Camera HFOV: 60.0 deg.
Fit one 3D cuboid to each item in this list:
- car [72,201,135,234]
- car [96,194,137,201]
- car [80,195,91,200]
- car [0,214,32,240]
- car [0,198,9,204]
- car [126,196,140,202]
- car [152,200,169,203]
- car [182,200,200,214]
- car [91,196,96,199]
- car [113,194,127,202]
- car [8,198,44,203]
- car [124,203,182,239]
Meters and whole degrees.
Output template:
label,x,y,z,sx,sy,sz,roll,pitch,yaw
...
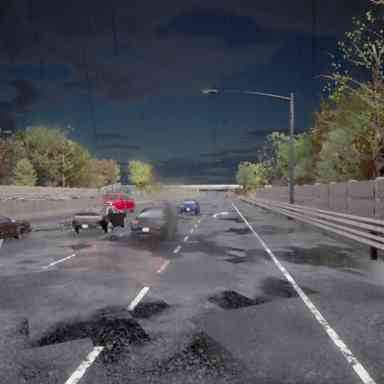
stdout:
label,x,y,z,sx,sy,sz,roll,pitch,yaw
car,-5.160,1.490,19.193,2.128,1.511,4.902,0,0,5
car,-7.344,1.222,33.383,2.150,2.045,5.566,0,0,5
car,-24.364,1.520,77.769,1.882,1.535,5.008,0,0,5
car,-9.130,1.546,14.234,2.033,1.411,5.357,0,0,5
car,-21.077,1.493,38.999,2.128,1.511,4.902,0,0,5
car,-13.793,1.583,78.031,1.994,1.385,4.181,0,0,5
car,-3.477,1.547,37.063,2.033,1.411,5.357,0,0,5
car,-0.143,1.526,35.165,1.812,1.442,4.674,0,0,5
car,-20.916,1.401,77.057,2.097,1.767,4.553,0,0,5
car,-17.158,1.374,79.633,2.097,1.767,4.553,0,0,5
car,-17.715,1.549,37.381,2.033,1.411,5.357,0,0,5
car,-1.832,1.524,17.199,1.812,1.442,4.674,0,0,5
